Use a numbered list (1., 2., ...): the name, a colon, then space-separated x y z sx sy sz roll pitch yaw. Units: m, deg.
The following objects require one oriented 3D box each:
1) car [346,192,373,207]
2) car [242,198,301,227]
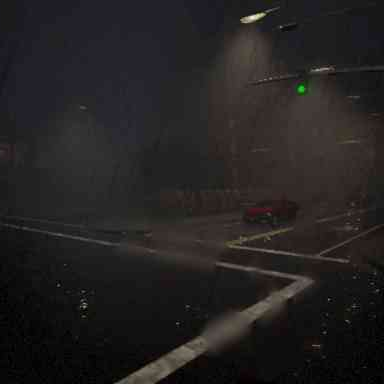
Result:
1. car: 18.187 0.786 36.081 2.128 1.511 4.902 0 1 40
2. car: 4.888 1.128 20.075 1.882 1.535 5.008 0 1 40
